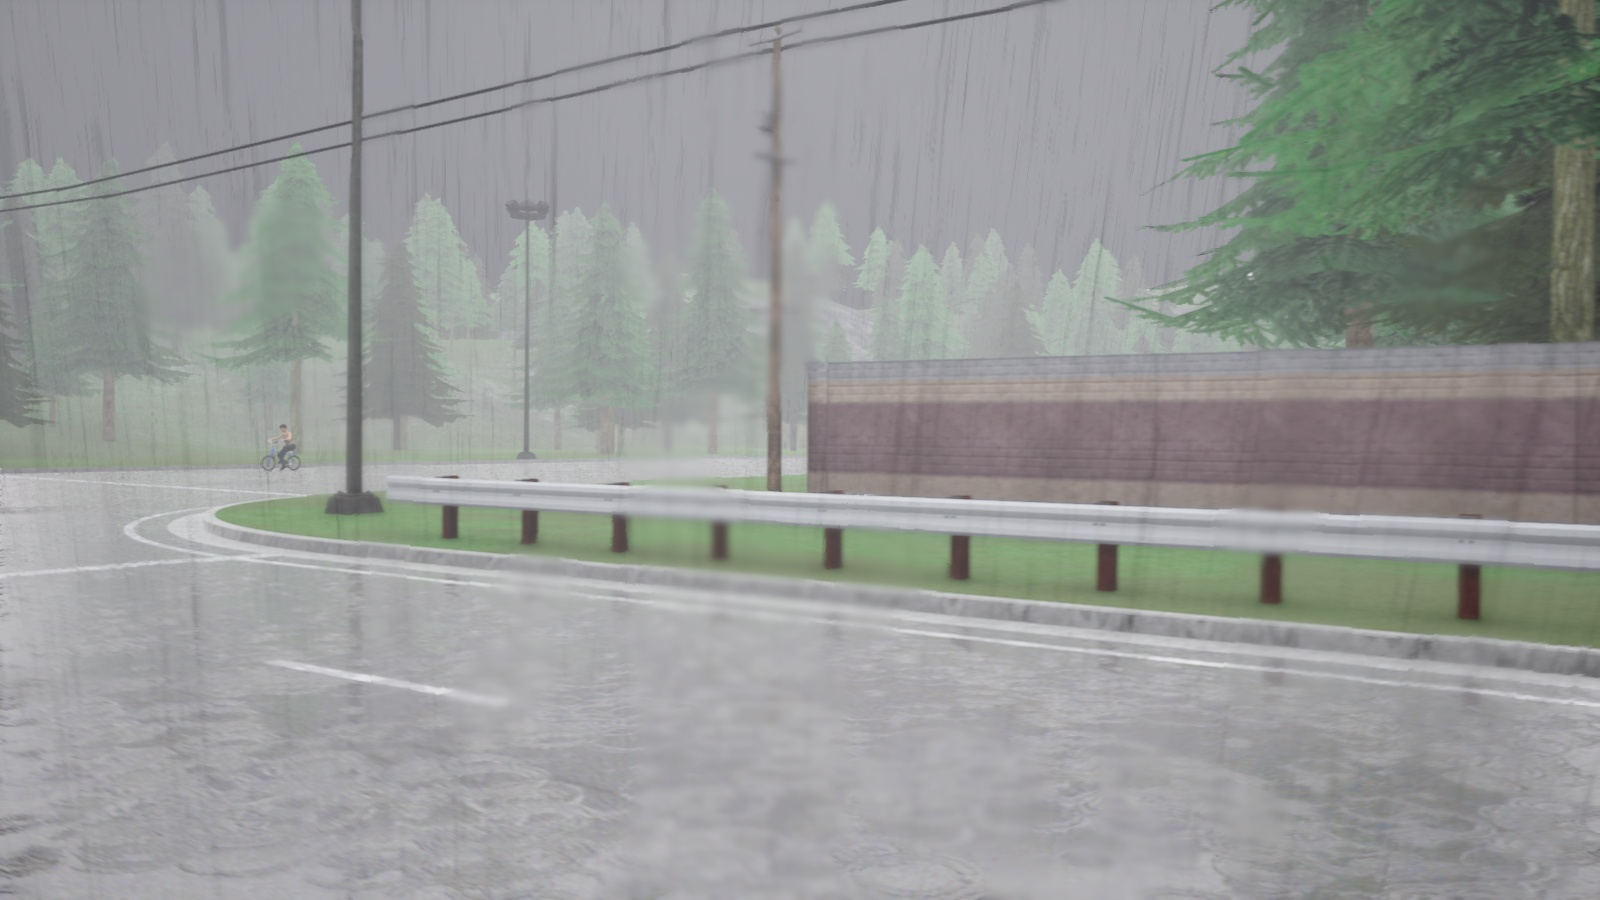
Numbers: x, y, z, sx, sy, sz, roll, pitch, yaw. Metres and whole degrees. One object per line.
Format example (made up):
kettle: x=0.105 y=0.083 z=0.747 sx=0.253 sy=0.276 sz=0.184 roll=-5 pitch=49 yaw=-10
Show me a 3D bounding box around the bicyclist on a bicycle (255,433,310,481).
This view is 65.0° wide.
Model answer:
bicyclist on a bicycle: x=-17.809 y=0.239 z=43.229 sx=0.866 sy=1.612 sz=1.509 roll=0 pitch=1 yaw=34
